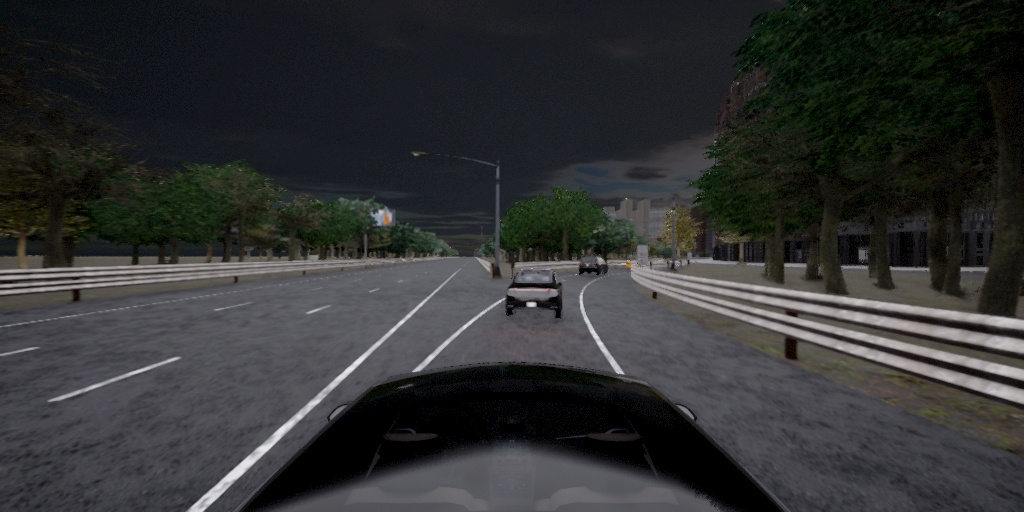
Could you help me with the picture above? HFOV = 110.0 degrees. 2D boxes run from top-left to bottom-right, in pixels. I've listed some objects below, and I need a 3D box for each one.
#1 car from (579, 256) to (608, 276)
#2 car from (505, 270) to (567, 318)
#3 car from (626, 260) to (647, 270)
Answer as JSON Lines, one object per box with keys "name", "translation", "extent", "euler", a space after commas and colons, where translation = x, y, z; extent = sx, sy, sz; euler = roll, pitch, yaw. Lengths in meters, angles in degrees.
{"name": "car", "translation": [8.860, 1.057, 38.718], "extent": [2.150, 2.045, 5.566], "euler": [0, 0, 26]}
{"name": "car", "translation": [0.947, 1.251, 13.202], "extent": [2.128, 1.511, 4.902], "euler": [0, 0, 8]}
{"name": "car", "translation": [19.025, 1.339, 54.634], "extent": [1.882, 1.535, 5.008], "euler": [0, 0, 37]}
